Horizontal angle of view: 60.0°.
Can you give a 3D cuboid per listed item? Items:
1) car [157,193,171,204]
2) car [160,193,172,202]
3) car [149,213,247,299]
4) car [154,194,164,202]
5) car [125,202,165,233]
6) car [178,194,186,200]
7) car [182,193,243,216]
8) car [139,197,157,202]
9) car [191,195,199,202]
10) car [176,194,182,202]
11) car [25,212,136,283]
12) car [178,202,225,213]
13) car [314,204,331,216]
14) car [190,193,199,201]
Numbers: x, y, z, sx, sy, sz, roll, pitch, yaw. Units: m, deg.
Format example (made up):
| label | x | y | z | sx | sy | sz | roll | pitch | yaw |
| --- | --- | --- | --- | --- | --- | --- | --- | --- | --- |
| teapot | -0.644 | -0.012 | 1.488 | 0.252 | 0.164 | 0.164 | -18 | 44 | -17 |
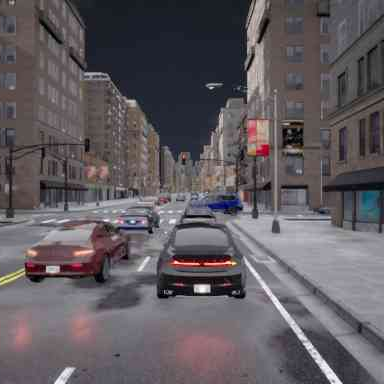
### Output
| label | x | y | z | sx | sy | sz | roll | pitch | yaw |
| --- | --- | --- | --- | --- | --- | --- | --- | --- | --- |
| car | -5.998 | 1.183 | 64.765 | 2.150 | 2.045 | 5.566 | 0 | 0 | 1 |
| car | -5.874 | 1.170 | 75.458 | 2.150 | 2.045 | 5.566 | 0 | 0 | 0 |
| car | 0.205 | 1.506 | 8.459 | 1.837 | 1.490 | 4.892 | 0 | 0 | 0 |
| car | -6.126 | 1.498 | 54.104 | 1.812 | 1.442 | 4.674 | 0 | 0 | 1 |
| car | -2.959 | 1.546 | 19.162 | 2.033 | 1.411 | 5.357 | 0 | 0 | 0 |
| car | -2.545 | 1.245 | 85.658 | 1.882 | 1.535 | 5.008 | 0 | 0 | 0 |
| car | 2.160 | 1.245 | 32.285 | 5.566 | 2.045 | 2.150 | 0 | 0 | -11 |
| car | -6.212 | 1.582 | 44.093 | 1.895 | 1.301 | 4.718 | 0 | 0 | 0 |
| car | 0.637 | 1.473 | 75.392 | 1.812 | 1.442 | 4.674 | 0 | 0 | 0 |
| car | -2.622 | 1.493 | 75.655 | 1.994 | 1.385 | 4.181 | 0 | 0 | 0 |
| car | -3.026 | 1.527 | 9.595 | 1.812 | 1.442 | 4.674 | 0 | 0 | 1 |
| car | 0.291 | 1.490 | 17.855 | 2.128 | 1.511 | 4.902 | 0 | 0 | -1 |
| car | 15.017 | 1.637 | 33.098 | 5.357 | 1.411 | 2.033 | 0 | -1 | 0 |
| car | 0.706 | 1.160 | 85.660 | 2.150 | 2.045 | 5.566 | 0 | 0 | 0 |
